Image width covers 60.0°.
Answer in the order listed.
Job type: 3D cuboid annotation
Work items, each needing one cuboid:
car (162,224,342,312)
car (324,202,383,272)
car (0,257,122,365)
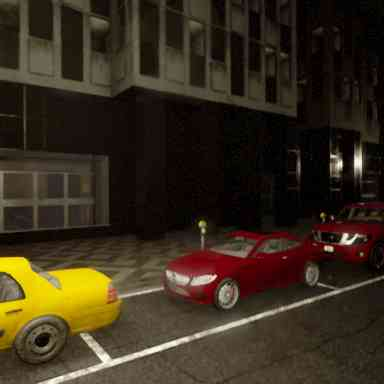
[{"bbox_3d":[1.342,1.560,7.600,4.206,1.307,1.802,0,0,-35],"label":"car"},{"bbox_3d":[5.907,1.270,10.846,5.009,1.841,2.192,0,0,-35],"label":"car"},{"bbox_3d":[-3.363,1.527,4.257,4.829,1.417,1.752,0,0,-35],"label":"car"}]
